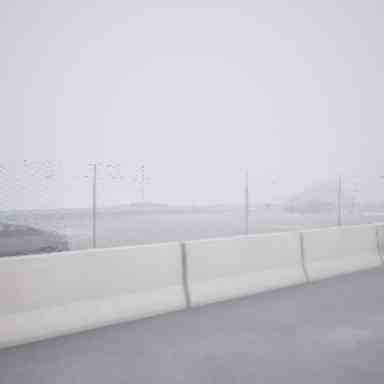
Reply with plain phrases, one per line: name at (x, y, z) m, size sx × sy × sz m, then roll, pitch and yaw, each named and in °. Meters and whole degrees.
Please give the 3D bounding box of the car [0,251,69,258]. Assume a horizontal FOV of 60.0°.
car at (-5.391, 1.434, 8.655) m, size 4.181 × 1.385 × 1.994 m, roll 0°, pitch 1°, yaw -35°

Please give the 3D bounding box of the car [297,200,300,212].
car at (11.045, 1.308, 31.124) m, size 5.357 × 1.411 × 2.033 m, roll 0°, pitch 1°, yaw -28°
